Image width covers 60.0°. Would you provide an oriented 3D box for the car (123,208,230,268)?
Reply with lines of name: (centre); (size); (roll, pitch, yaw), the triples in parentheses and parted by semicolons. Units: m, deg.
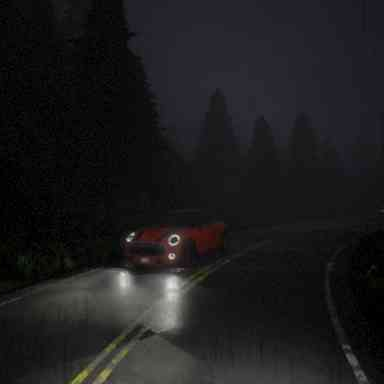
car: (-0.360, 1.416, 11.687); (2.097, 1.767, 4.553); (-1, -1, 27)
